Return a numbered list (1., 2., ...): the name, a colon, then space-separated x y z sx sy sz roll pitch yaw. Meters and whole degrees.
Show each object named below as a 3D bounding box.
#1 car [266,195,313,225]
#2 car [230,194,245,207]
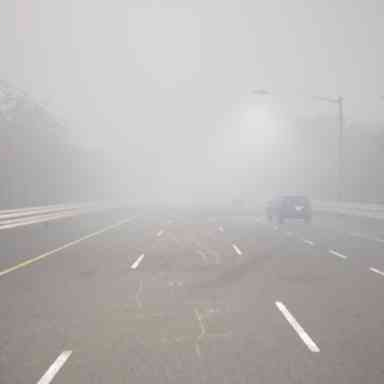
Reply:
1. car: 7.024 1.224 24.504 2.150 2.045 5.566 0 0 0
2. car: 7.078 1.496 52.443 1.882 1.535 5.008 0 0 0
